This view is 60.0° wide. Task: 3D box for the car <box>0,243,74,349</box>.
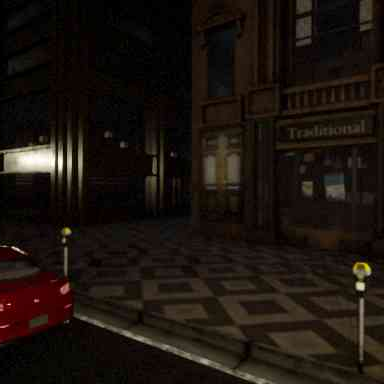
[{"bbox_3d":[-3.704,1.526,5.564,4.206,1.307,1.802,1,0,35],"label":"car"}]
